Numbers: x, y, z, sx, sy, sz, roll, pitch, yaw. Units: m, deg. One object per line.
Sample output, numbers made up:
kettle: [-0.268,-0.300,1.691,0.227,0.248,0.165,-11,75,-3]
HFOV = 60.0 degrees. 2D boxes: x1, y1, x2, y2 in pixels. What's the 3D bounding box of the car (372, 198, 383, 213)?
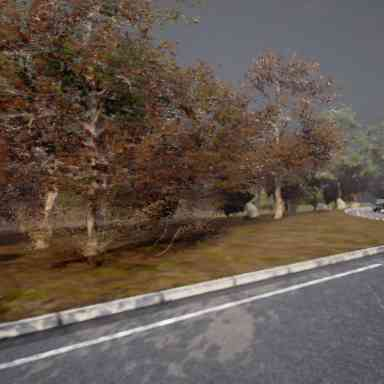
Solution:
car: [19.476,1.359,33.680,2.033,1.411,5.357,0,0,33]
